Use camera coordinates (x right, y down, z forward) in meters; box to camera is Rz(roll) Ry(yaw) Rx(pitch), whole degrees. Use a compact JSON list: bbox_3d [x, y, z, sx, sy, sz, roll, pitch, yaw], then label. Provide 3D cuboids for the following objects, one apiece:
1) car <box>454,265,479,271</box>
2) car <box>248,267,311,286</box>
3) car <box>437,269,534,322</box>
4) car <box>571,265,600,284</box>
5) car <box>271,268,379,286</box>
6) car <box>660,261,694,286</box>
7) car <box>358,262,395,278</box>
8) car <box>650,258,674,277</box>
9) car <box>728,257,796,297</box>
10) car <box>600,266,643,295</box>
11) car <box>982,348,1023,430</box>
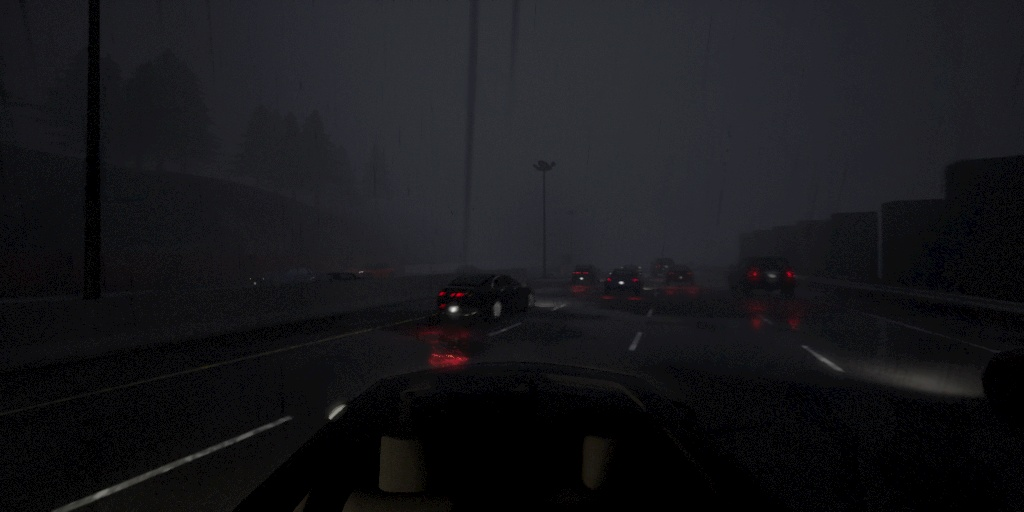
[{"bbox_3d":[-5.087,1.671,40.831,1.994,1.385,4.181,0,-1,18],"label":"car"},{"bbox_3d":[-17.250,1.581,27.963,2.033,1.411,5.357,0,-1,23],"label":"car"},{"bbox_3d":[-0.723,1.355,12.931,1.837,1.490,4.892,0,-1,25],"label":"car"},{"bbox_3d":[6.191,1.480,29.865,1.837,1.490,4.892,0,0,20],"label":"car"},{"bbox_3d":[-9.702,1.533,19.069,1.895,1.301,4.718,0,-1,24],"label":"car"},{"bbox_3d":[12.893,1.415,27.890,1.882,1.535,5.008,0,-1,20],"label":"car"},{"bbox_3d":[-12.278,1.397,31.024,2.097,1.767,4.553,0,-1,21],"label":"car"},{"bbox_3d":[16.604,1.249,39.512,2.150,2.045,5.566,0,0,16],"label":"car"},{"bbox_3d":[13.672,1.086,19.908,2.150,2.045,5.566,0,-1,22],"label":"car"},{"bbox_3d":[6.743,1.463,21.474,1.994,1.385,4.181,0,-1,22],"label":"car"},{"bbox_3d":[5.979,1.263,2.428,1.812,1.442,4.674,0,-1,25],"label":"car"}]
